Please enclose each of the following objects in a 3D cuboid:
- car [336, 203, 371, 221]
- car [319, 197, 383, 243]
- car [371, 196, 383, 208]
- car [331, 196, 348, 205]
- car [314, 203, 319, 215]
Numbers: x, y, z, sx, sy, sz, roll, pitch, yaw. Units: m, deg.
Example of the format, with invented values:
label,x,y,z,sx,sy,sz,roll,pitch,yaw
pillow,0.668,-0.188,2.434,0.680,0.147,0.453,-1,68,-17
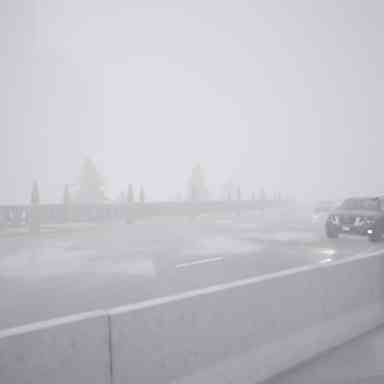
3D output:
label,x,y,z,sx,sy,sz,roll,pitch,yaw
car,13.958,1.658,28.632,1.994,1.385,4.181,0,0,35
car,8.673,1.259,16.664,2.150,2.045,5.566,0,0,43
car,29.720,1.577,52.303,2.097,1.767,4.553,-1,-1,18
car,29.566,1.689,66.743,1.882,1.535,5.008,-1,-1,10
car,14.419,1.625,35.633,1.882,1.535,5.008,0,0,31
